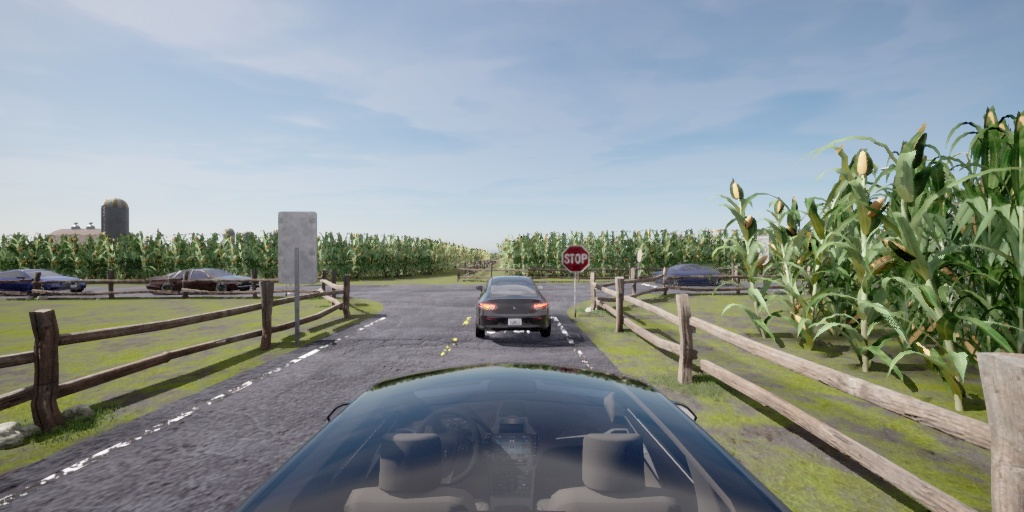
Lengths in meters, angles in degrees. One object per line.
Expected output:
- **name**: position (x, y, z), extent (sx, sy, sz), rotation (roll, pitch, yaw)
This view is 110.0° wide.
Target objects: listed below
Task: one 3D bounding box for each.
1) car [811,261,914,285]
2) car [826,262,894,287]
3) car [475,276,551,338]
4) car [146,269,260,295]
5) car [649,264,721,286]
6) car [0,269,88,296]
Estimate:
- **car**: position (22.716, 1.080, 23.353), extent (4.892, 1.490, 1.837), rotation (0, 0, 0)
- **car**: position (21.274, 1.094, 20.408), extent (4.902, 1.511, 2.128), rotation (0, 0, 0)
- **car**: position (-0.041, 1.275, 10.132), extent (1.812, 1.442, 4.674), rotation (0, 0, -3)
- **car**: position (-17.528, 1.429, 20.472), extent (5.357, 1.411, 2.033), rotation (0, 0, 0)
- **car**: position (11.218, 1.213, 23.374), extent (4.181, 1.385, 1.994), rotation (0, 0, 0)
- **car**: position (-27.375, 1.487, 20.485), extent (4.674, 1.442, 1.812), rotation (0, 0, 0)
